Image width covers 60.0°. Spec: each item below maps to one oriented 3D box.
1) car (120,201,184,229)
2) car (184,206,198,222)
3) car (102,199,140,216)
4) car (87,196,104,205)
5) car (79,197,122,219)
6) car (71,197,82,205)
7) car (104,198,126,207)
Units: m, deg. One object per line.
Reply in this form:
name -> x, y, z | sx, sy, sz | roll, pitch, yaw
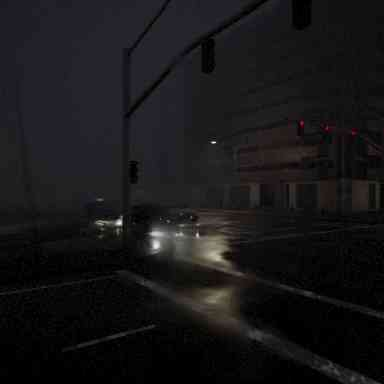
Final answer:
car -> -2.849, 1.560, 22.379 | 1.837, 1.490, 4.892 | 0, 0, -35
car -> -1.395, 1.581, 26.404 | 1.812, 1.442, 4.674 | 0, 0, -36
car -> -7.510, 1.547, 34.963 | 2.128, 1.511, 4.902 | 0, 0, -35
car -> -18.061, 1.581, 62.202 | 1.812, 1.442, 4.674 | 0, 0, -34
car -> -8.176, 1.533, 29.860 | 1.882, 1.535, 5.008 | 0, 1, -35
car -> -20.010, 1.547, 58.895 | 2.128, 1.511, 4.902 | 0, 0, -35
car -> -12.782, 1.656, 54.780 | 1.895, 1.301, 4.718 | 0, 0, -36
